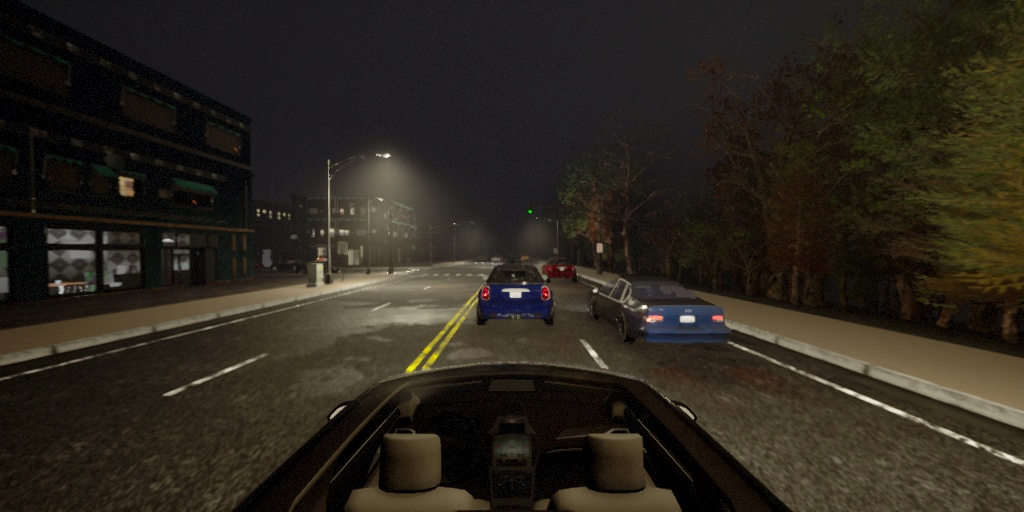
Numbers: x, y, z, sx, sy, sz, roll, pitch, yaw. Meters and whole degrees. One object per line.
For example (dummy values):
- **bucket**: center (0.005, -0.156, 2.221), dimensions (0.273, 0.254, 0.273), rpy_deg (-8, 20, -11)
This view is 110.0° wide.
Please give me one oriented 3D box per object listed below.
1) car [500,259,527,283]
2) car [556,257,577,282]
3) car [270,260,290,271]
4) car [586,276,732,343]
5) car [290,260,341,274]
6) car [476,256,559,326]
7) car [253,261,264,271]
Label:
- **car**: center (0.056, 1.036, 26.601), dimensions (1.837, 1.490, 4.892), rpy_deg (0, 0, -1)
- **car**: center (3.339, 0.887, 26.071), dimensions (2.097, 1.767, 4.553), rpy_deg (0, 0, 0)
- **car**: center (-28.302, 1.180, 45.585), dimensions (4.403, 1.370, 2.007), rpy_deg (0, 0, 0)
- **car**: center (3.348, 1.230, 9.358), dimensions (2.033, 1.411, 5.357), rpy_deg (0, 0, 0)
- **car**: center (-19.965, 1.258, 37.077), dimensions (4.313, 1.339, 1.948), rpy_deg (0, 0, 0)
- **car**: center (0.095, 1.016, 11.465), dimensions (2.097, 1.767, 4.553), rpy_deg (0, 1, 0)
- **car**: center (-33.838, 1.275, 45.589), dimensions (4.207, 1.307, 1.802), rpy_deg (0, 0, 0)
